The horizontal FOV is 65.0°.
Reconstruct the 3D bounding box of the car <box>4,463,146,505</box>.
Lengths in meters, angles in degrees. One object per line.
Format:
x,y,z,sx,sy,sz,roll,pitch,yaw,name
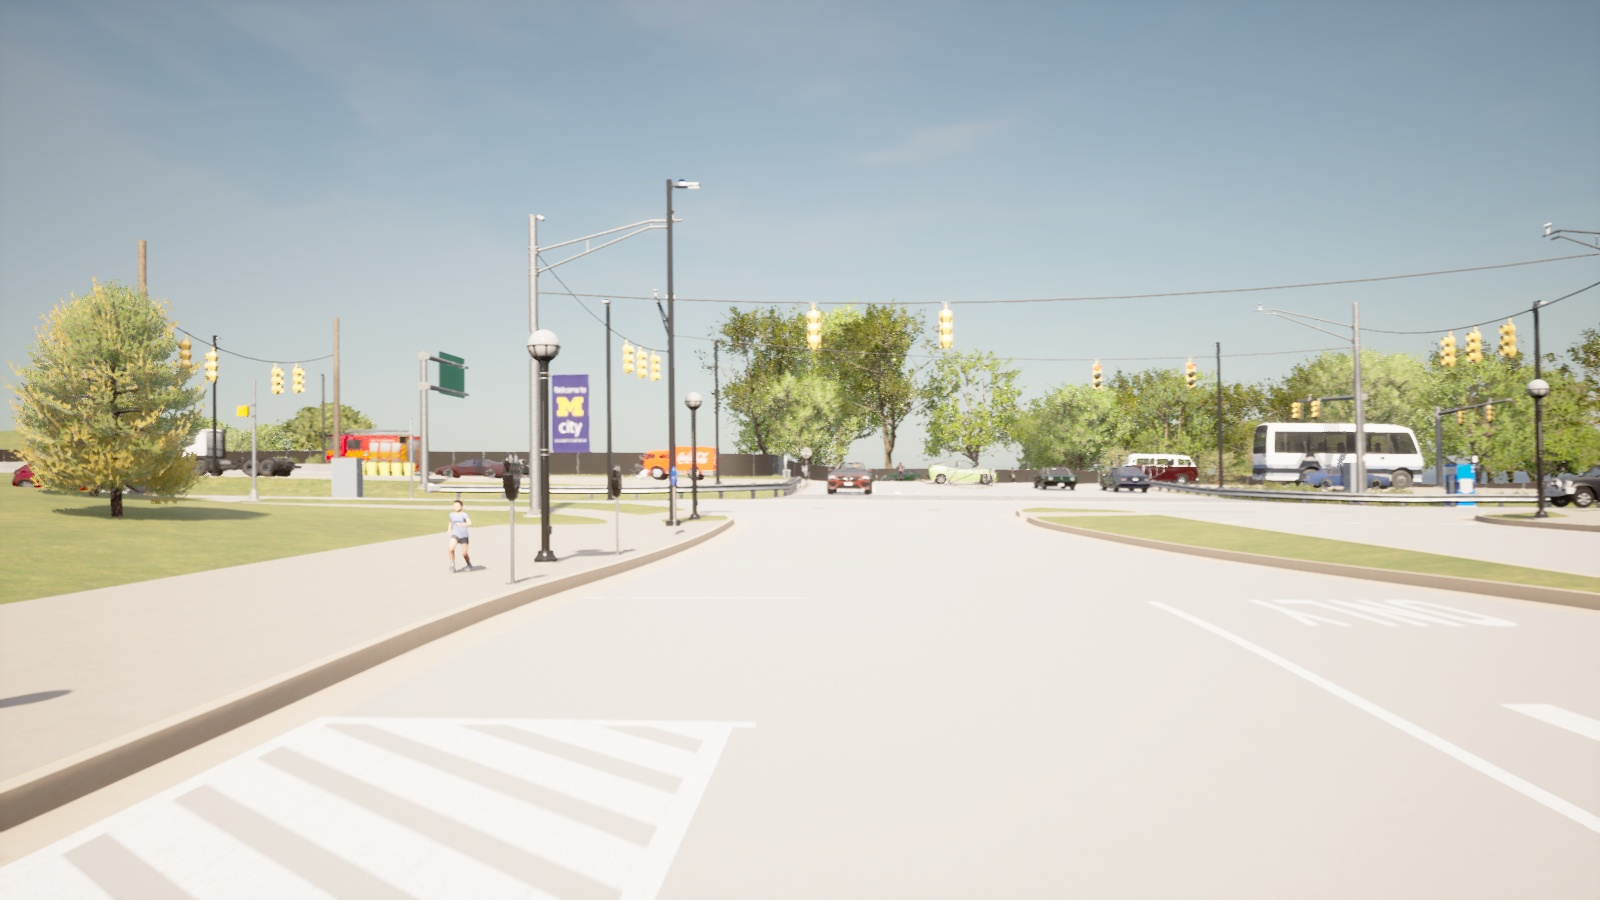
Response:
-26.798,1.247,46.519,4.193,1.474,1.816,0,-1,1,car

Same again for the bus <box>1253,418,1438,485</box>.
35.322,0.141,81.638,10.273,4.253,3.944,0,-1,3,bus

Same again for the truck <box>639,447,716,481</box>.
-8.828,1.041,90.982,5.204,2.467,2.627,0,-1,3,truck

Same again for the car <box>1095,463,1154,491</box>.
18.023,1.481,69.996,2.033,1.411,5.357,0,0,2,car

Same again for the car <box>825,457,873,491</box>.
2.512,1.203,63.096,2.152,1.651,5.027,0,-1,5,car

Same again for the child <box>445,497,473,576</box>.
-4.914,1.243,18.112,0.255,1.110,0.394,-1,-1,3,child

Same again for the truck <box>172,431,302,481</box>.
-39.934,0.474,89.148,7.936,3.462,2.891,0,-1,3,truck

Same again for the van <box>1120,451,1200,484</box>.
22.561,1.104,78.775,4.480,2.038,2.069,0,-1,3,van

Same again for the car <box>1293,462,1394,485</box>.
33.783,1.476,78.182,5.357,1.411,2.033,0,-1,3,car

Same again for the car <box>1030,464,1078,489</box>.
14.605,1.516,72.391,1.895,1.301,4.718,0,0,2,car

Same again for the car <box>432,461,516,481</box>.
-22.889,1.495,88.215,5.357,1.411,2.033,0,-1,3,car

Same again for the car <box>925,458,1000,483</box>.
10.247,1.284,79.417,4.514,1.525,2.007,0,1,3,car

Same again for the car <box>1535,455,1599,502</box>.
32.535,1.151,50.633,4.605,1.855,1.932,0,-1,4,car
